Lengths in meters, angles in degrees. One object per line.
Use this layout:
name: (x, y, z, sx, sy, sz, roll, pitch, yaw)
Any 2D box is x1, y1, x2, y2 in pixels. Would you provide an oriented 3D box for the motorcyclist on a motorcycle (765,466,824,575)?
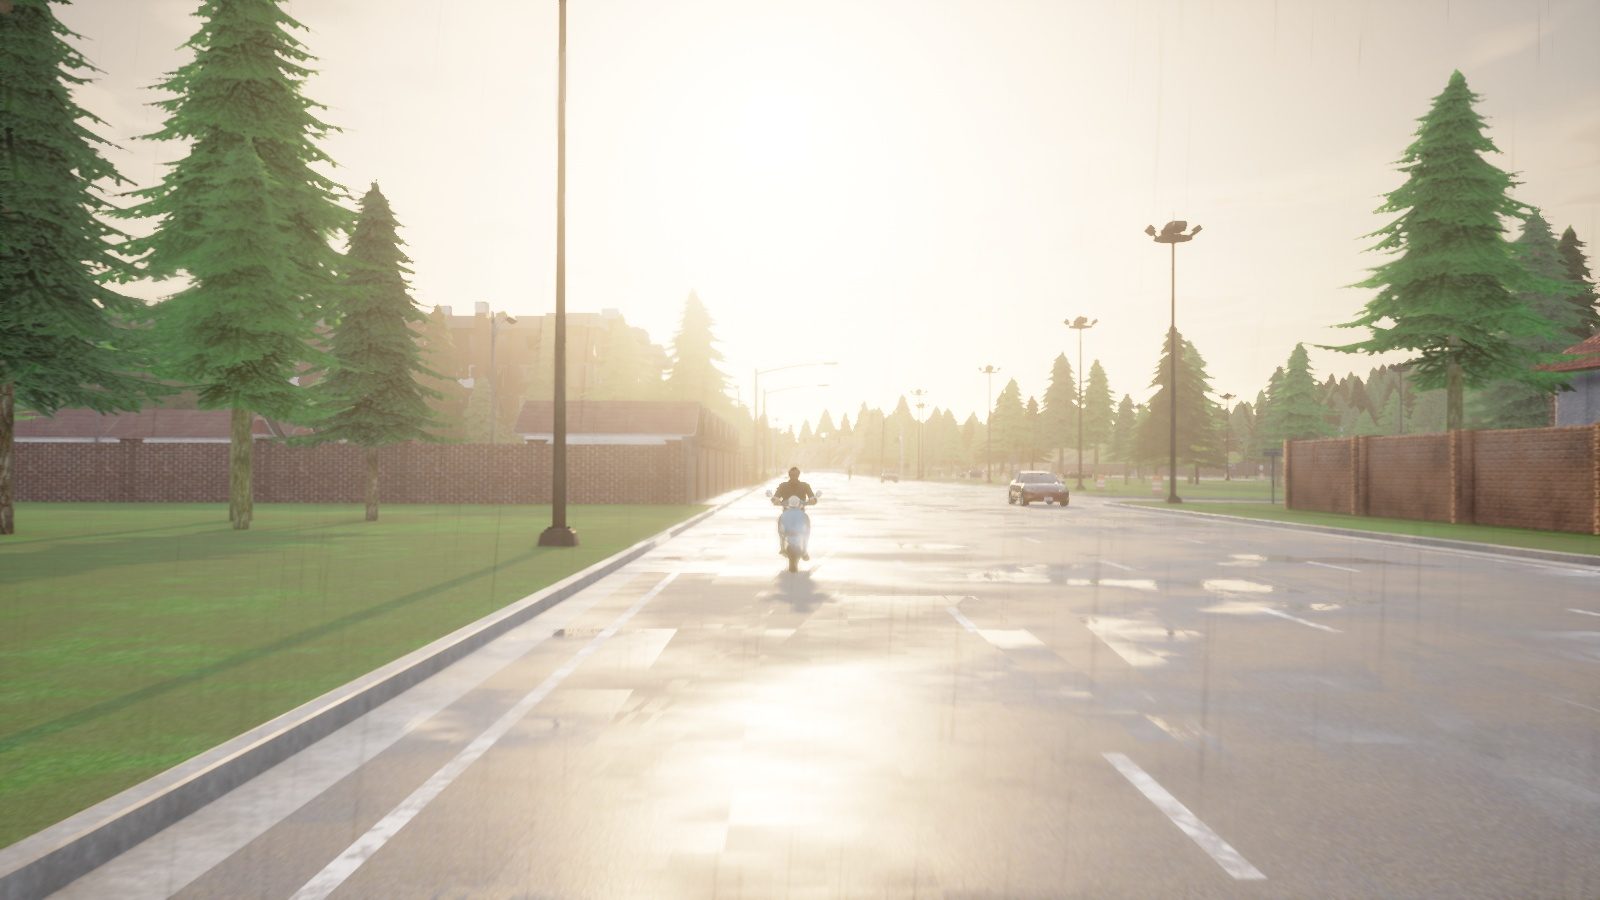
motorcyclist on a motorcycle: (-0.087, 1.042, 19.274, 0.866, 1.590, 1.817, 0, -1, 0)

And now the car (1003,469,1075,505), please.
car: (10.253, 1.550, 54.246, 2.163, 1.488, 4.792, 0, -1, 0)
